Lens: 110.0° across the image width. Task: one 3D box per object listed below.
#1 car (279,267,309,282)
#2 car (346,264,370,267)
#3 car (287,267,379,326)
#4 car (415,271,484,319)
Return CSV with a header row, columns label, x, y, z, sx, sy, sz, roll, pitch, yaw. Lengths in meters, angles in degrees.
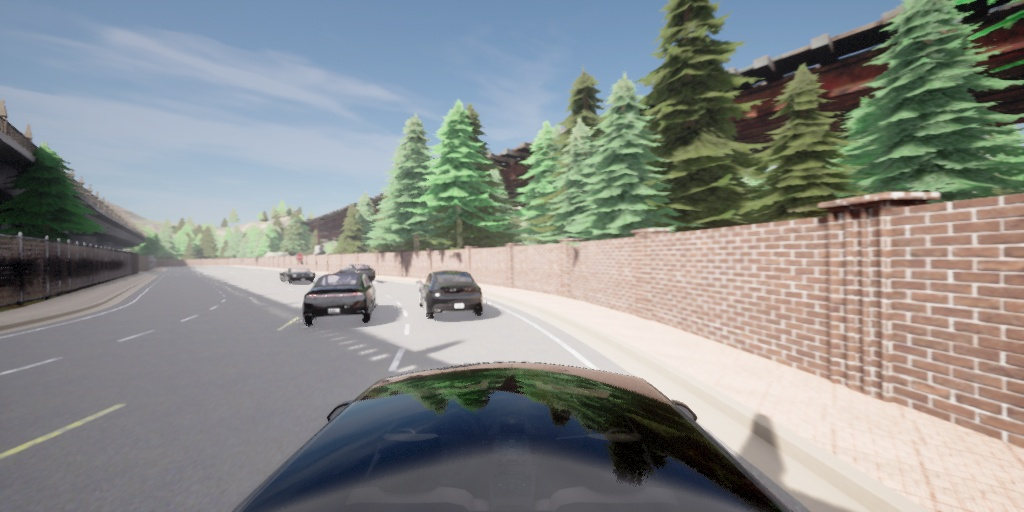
label,x,y,z,sx,sy,sz,roll,pitch,yaw
car,-18.067,1.607,30.081,1.895,1.301,4.718,-1,0,-42
car,-12.713,1.411,29.257,2.128,1.511,4.902,-1,0,-41
car,-5.709,1.320,12.265,2.128,1.511,4.902,-1,0,-18
car,-2.359,1.277,13.175,1.837,1.490,4.892,0,0,-18
